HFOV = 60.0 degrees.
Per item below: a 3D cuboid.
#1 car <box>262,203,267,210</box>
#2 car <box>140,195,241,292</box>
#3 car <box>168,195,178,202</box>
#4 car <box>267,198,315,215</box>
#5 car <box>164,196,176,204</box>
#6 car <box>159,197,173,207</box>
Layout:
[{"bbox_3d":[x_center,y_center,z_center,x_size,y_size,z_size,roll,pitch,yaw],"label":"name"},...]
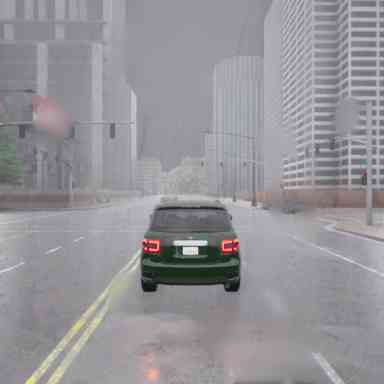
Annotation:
[{"bbox_3d":[10.406,1.505,37.687,4.892,1.490,1.837,0,0,6],"label":"car"},{"bbox_3d":[-0.027,1.221,9.056,2.150,2.045,5.566,0,0,0],"label":"car"},{"bbox_3d":[-4.171,1.478,74.339,1.882,1.535,5.008,0,0,-1],"label":"car"},{"bbox_3d":[10.132,1.564,33.298,4.181,1.385,1.994,0,0,-8],"label":"car"},{"bbox_3d":[-4.121,1.525,62.756,1.812,1.442,4.674,0,0,0],"label":"car"},{"bbox_3d":[-4.054,1.505,52.414,1.837,1.490,4.892,0,0,0],"label":"car"}]
